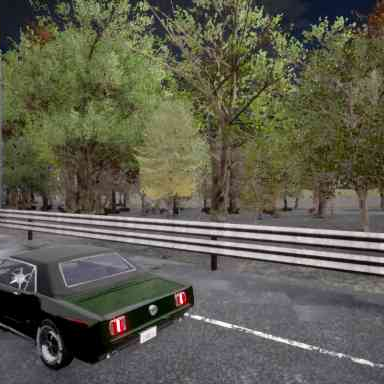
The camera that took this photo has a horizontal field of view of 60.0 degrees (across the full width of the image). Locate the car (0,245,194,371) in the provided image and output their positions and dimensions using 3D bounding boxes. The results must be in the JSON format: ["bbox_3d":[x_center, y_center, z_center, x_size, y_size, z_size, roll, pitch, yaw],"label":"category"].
[{"bbox_3d":[-2.376,1.600,5.704,4.718,1.301,1.895,0,0,36],"label":"car"}]
